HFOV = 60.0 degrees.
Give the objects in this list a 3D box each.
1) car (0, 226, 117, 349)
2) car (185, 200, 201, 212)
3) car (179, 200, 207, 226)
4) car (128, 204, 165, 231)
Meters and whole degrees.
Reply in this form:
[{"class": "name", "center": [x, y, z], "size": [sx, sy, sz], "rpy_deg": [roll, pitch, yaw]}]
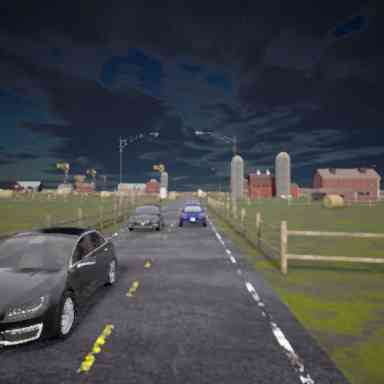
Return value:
[{"class": "car", "center": [-2.812, 1.519, 6.611], "size": [1.837, 1.490, 4.892], "rpy_deg": [0, -1, 0]}, {"class": "car", "center": [0.097, 1.680, 41.171], "size": [1.895, 1.301, 4.718], "rpy_deg": [0, 0, 0]}, {"class": "car", "center": [0.068, 1.570, 23.507], "size": [1.812, 1.442, 4.674], "rpy_deg": [0, 0, 0]}, {"class": "car", "center": [-2.748, 1.545, 21.004], "size": [1.837, 1.490, 4.892], "rpy_deg": [0, 0, 0]}]
